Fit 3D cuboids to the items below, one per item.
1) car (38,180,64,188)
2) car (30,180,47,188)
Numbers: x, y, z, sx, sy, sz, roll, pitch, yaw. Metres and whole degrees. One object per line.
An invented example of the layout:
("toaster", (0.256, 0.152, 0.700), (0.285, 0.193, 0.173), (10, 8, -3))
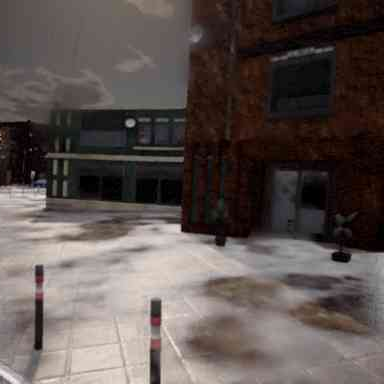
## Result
("car", (-29.689, -1.666, 70.215), (5.008, 1.535, 2.097), (4, 3, 23))
("car", (-30.713, -1.729, 67.647), (4.553, 1.767, 2.185), (4, 3, 23))
